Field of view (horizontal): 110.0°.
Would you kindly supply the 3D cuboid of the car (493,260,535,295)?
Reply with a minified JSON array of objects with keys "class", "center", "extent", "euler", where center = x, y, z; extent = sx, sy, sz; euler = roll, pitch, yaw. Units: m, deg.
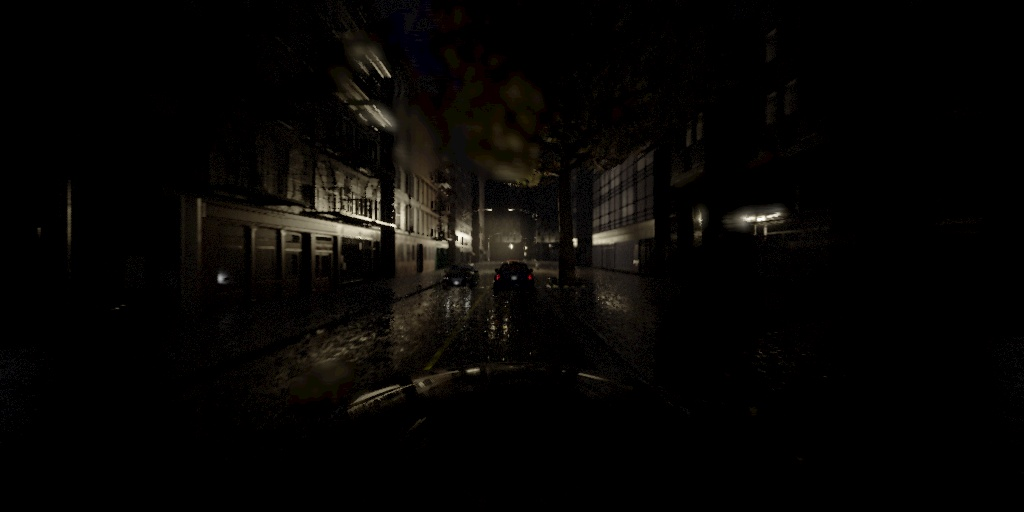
[{"class":"car","center":[0.107,1.097,19.724],"extent":[2.097,1.767,4.553],"euler":[0,0,0]}]

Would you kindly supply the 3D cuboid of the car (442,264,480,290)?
[{"class":"car","center":[-3.081,1.234,22.335],"extent":[2.128,1.511,4.902],"euler":[0,0,0]}]
